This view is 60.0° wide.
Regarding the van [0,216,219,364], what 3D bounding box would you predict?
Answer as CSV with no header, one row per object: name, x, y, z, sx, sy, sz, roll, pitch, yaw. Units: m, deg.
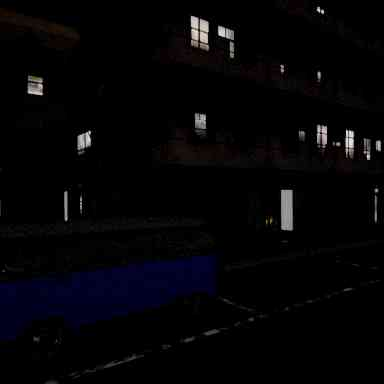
van,-1.424,1.341,5.554,3.998,1.788,1.690,0,0,-36
